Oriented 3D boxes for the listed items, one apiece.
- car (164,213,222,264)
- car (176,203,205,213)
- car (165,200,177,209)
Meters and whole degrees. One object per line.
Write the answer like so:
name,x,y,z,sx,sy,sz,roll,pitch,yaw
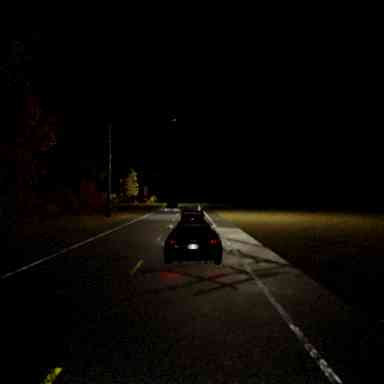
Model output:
car,0.050,1.726,12.532,1.994,1.385,4.181,0,-1,0
car,0.048,1.840,27.289,2.128,1.511,4.902,0,-1,0
car,-3.541,2.251,58.627,1.837,1.490,4.892,0,0,1
